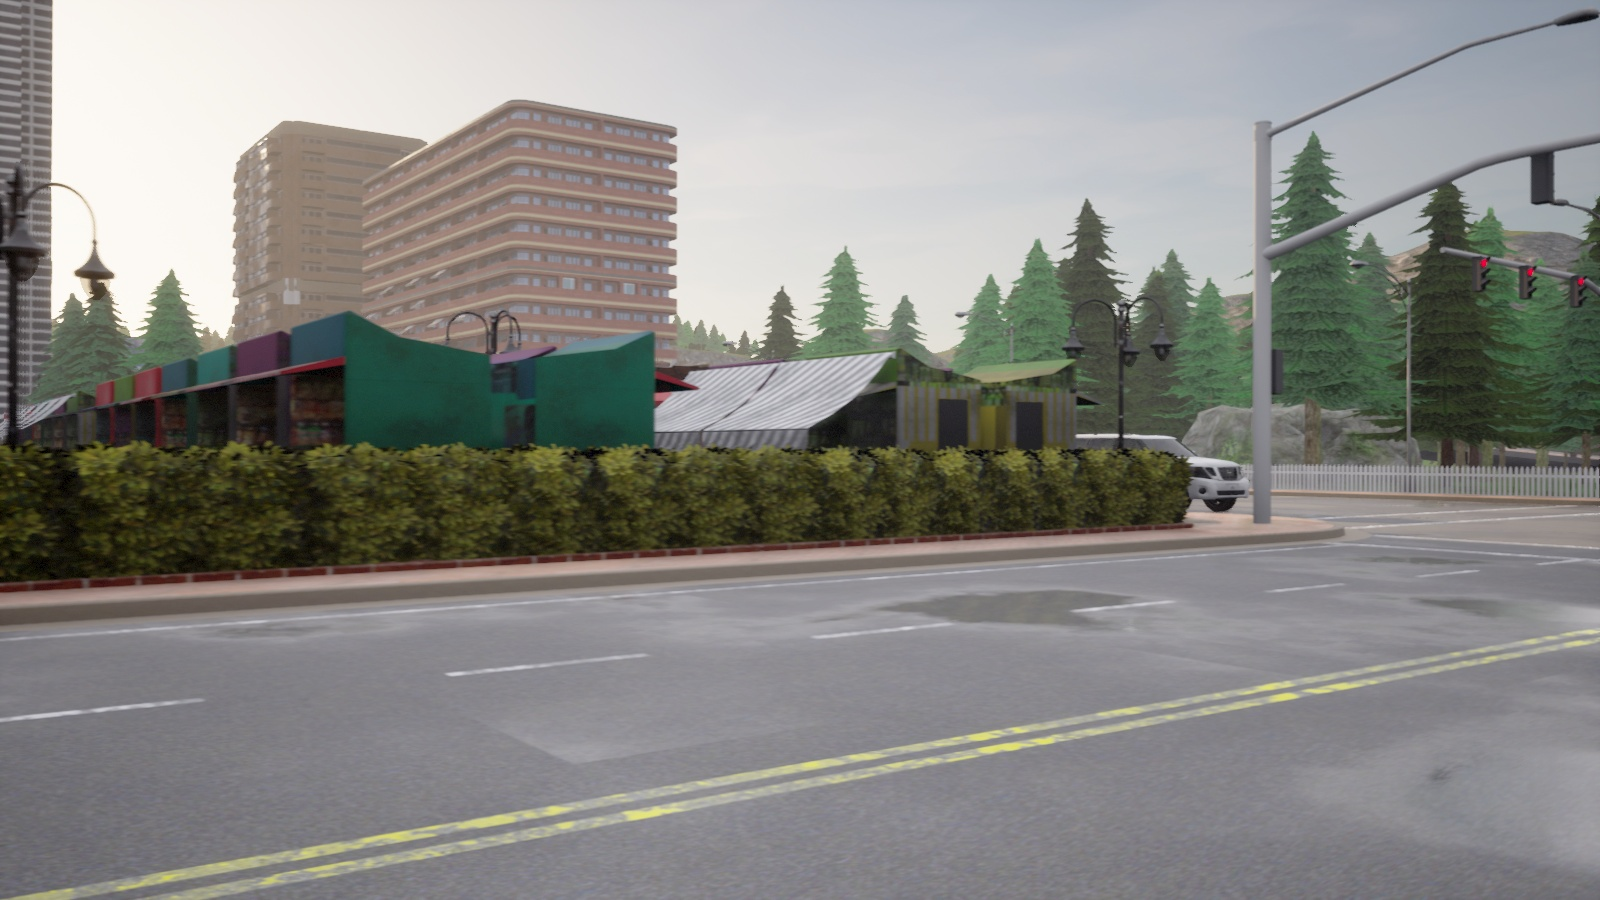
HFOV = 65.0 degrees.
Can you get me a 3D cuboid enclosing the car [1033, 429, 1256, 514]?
[{"bbox_3d":[8.997,0.526,33.299,2.150,2.045,5.566,0,0,-36],"label":"car"}]
